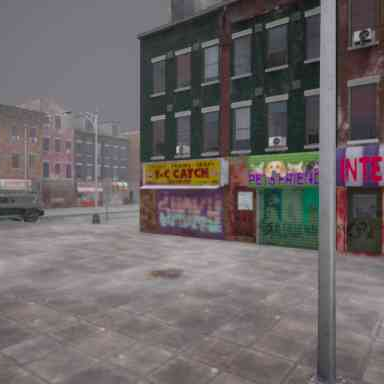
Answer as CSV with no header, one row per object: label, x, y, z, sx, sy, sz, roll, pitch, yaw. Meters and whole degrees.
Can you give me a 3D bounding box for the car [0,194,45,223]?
car,-12.827,1.151,22.412,2.150,2.045,5.566,0,1,36
